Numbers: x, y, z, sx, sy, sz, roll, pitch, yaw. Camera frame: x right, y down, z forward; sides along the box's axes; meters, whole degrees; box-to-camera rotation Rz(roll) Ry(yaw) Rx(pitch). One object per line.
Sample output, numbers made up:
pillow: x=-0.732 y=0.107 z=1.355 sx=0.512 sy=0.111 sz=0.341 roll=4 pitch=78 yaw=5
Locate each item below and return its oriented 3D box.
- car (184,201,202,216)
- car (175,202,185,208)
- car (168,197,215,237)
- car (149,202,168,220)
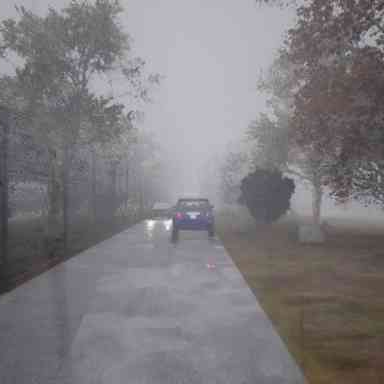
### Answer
car: x=0.080 y=1.843 z=37.536 sx=1.882 sy=1.535 sz=5.008 roll=0 pitch=-1 yaw=0
car: x=-2.614 y=2.869 z=72.070 sx=1.895 sy=1.301 sz=4.718 roll=0 pitch=-2 yaw=0
car: x=0.084 y=1.311 z=18.867 sx=2.150 sy=2.045 sz=5.566 roll=0 pitch=0 yaw=0
car: x=-2.874 y=1.737 z=31.546 sx=1.882 sy=1.535 sz=5.008 roll=0 pitch=-1 yaw=0
